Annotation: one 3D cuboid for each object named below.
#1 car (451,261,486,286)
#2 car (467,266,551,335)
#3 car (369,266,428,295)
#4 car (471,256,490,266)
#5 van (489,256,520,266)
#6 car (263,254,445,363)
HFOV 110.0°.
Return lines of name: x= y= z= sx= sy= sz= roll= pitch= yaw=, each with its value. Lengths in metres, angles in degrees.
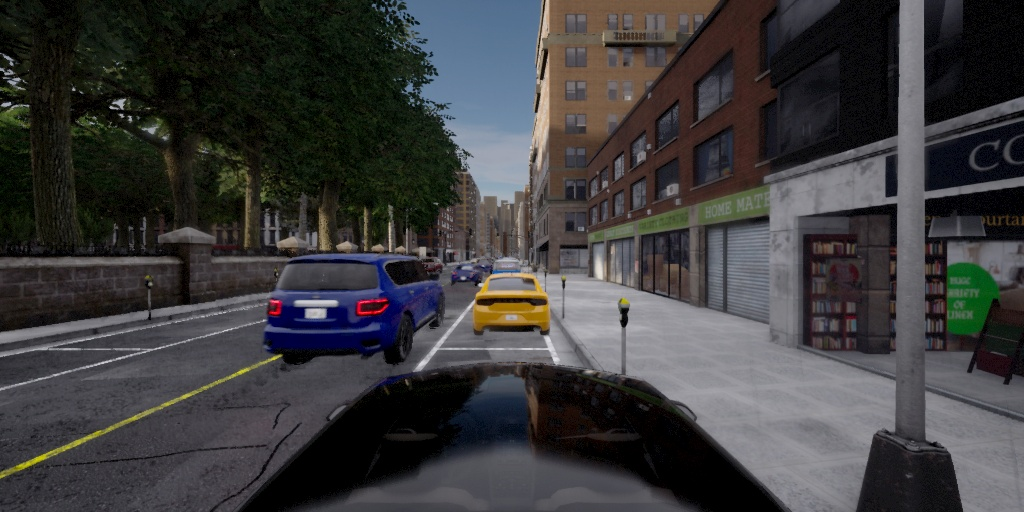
car: x=-3.147 y=1.265 z=25.445 sx=1.812 sy=1.442 sz=4.674 roll=0 pitch=0 yaw=0
car: x=-0.005 y=1.225 z=10.500 sx=1.882 sy=1.535 sz=5.008 roll=0 pitch=0 yaw=0
car: x=-6.245 y=1.307 z=20.253 sx=1.994 sy=1.385 sz=4.181 roll=0 pitch=0 yaw=0
car: x=-3.047 y=1.076 z=40.068 sx=2.097 sy=1.767 sz=4.553 roll=0 pitch=0 yaw=0
van: x=-0.289 y=1.083 z=21.849 sx=1.690 sy=1.789 sz=3.998 roll=0 pitch=0 yaw=0
car: x=-3.053 y=0.972 z=8.262 sx=2.150 sy=2.045 sz=5.566 roll=0 pitch=0 yaw=0
